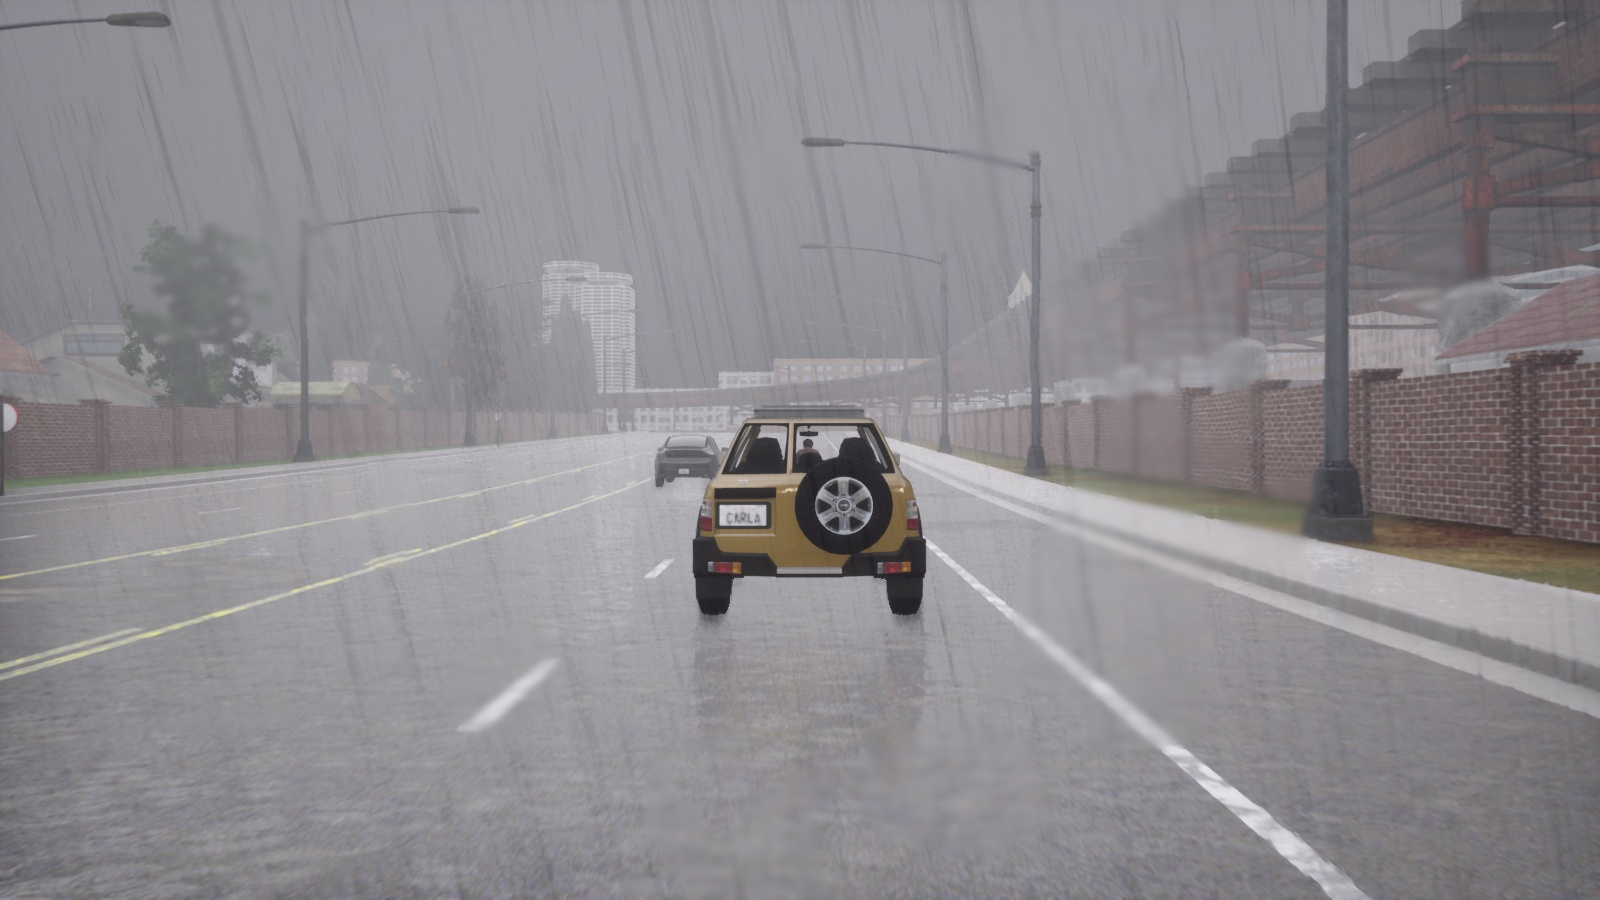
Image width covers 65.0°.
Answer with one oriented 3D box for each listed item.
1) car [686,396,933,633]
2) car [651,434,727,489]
[{"bbox_3d":[0.086,0.494,12.154,1.932,1.855,4.605,0,0,0],"label":"car"},{"bbox_3d":[-3.265,0.288,37.896,1.837,1.490,4.892,0,1,0],"label":"car"}]
